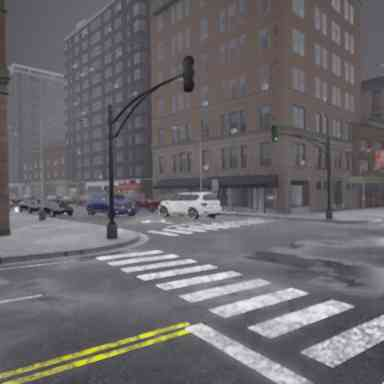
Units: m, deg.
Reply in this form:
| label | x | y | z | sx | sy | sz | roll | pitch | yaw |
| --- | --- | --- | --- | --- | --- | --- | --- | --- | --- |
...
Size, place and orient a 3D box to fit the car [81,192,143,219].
| label | x | y | z | sx | sy | sz | roll | pitch | yaw |
| --- | --- | --- | --- | --- | --- | --- | --- | --- | --- |
| car | -6.807 | 1.048 | 27.866 | 2.150 | 2.045 | 5.566 | -1 | 1 | -44 |

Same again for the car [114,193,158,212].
| label | x | y | z | sx | sy | sz | roll | pitch | yaw |
| --- | --- | --- | --- | --- | --- | --- | --- | --- | --- |
| car | -5.989 | 1.013 | 35.324 | 2.192 | 1.841 | 5.009 | -1 | 1 | -44 |

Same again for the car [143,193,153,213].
| label | x | y | z | sx | sy | sz | roll | pitch | yaw |
| --- | --- | --- | --- | --- | --- | --- | --- | --- | --- |
| car | -2.156 | 1.054 | 31.369 | 2.192 | 1.841 | 5.009 | -1 | 1 | -44 |

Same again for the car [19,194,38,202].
| label | x | y | z | sx | sy | sz | roll | pitch | yaw |
| --- | --- | --- | --- | --- | --- | --- | --- | --- | --- |
| car | -28.986 | 1.022 | 59.058 | 1.802 | 1.307 | 4.206 | 0 | 1 | -44 |

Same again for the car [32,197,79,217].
| label | x | y | z | sx | sy | sz | roll | pitch | yaw |
| --- | --- | --- | --- | --- | --- | --- | --- | --- | --- |
| car | -12.106 | 1.403 | 29.390 | 1.947 | 1.339 | 4.313 | 0 | 1 | -44 |

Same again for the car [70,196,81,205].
| label | x | y | z | sx | sy | sz | roll | pitch | yaw |
| --- | --- | --- | --- | --- | --- | --- | --- | --- | --- |
| car | -13.655 | 1.055 | 43.236 | 1.967 | 1.590 | 4.097 | -1 | 1 | -44 |

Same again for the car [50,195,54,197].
| label | x | y | z | sx | sy | sz | roll | pitch | yaw |
| --- | --- | --- | --- | --- | --- | --- | --- | --- | --- |
| car | -21.320 | 1.111 | 51.148 | 1.802 | 1.307 | 4.206 | 0 | 1 | -44 |

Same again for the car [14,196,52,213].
| label | x | y | z | sx | sy | sz | roll | pitch | yaw |
| --- | --- | --- | --- | --- | --- | --- | --- | --- | --- |
| car | -15.939 | 1.362 | 33.345 | 1.947 | 1.339 | 4.313 | 0 | 1 | -44 |

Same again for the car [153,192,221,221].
| label | x | y | z | sx | sy | sz | roll | pitch | yaw |
| --- | --- | --- | --- | --- | --- | --- | --- | --- | --- |
| car | -0.252 | 1.039 | 25.847 | 2.150 | 2.045 | 5.566 | -1 | 1 | -45 |

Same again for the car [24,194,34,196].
| label | x | y | z | sx | sy | sz | roll | pitch | yaw |
| --- | --- | --- | --- | --- | --- | --- | --- | --- | --- |
| car | -23.696 | 1.243 | 45.357 | 1.895 | 1.301 | 4.718 | -1 | 1 | -44 |

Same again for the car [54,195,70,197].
| label | x | y | z | sx | sy | sz | roll | pitch | yaw |
| --- | --- | --- | --- | --- | --- | --- | --- | --- | --- |
| car | -17.488 | 1.154 | 47.192 | 1.802 | 1.307 | 4.206 | 0 | 1 | -44 |

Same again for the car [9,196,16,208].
| label | x | y | z | sx | sy | sz | roll | pitch | yaw |
| --- | --- | --- | --- | --- | --- | --- | --- | --- | --- |
| car | -23.484 | 1.238 | 41.130 | 1.752 | 1.417 | 4.829 | 0 | 1 | -44 |
